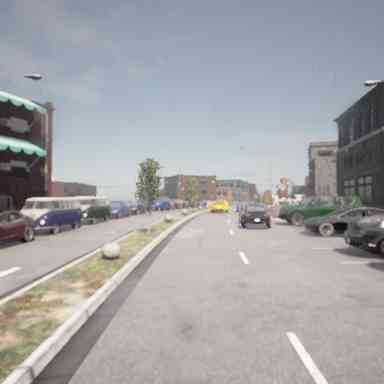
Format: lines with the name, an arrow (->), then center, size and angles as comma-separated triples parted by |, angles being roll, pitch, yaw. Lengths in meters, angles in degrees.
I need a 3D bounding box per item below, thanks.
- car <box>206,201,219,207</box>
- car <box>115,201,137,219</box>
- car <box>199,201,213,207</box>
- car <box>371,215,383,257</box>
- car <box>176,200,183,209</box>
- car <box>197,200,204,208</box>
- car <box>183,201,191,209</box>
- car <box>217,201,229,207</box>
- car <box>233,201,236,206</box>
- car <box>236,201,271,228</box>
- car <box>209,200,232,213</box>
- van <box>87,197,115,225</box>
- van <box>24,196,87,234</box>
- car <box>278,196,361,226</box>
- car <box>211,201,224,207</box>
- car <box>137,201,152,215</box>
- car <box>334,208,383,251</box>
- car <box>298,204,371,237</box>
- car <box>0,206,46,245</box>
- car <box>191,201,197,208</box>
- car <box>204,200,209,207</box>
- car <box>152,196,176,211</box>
car -> 5.196, 3.042, 84.395 | 2.002, 1.452, 4.674 | -1, -2, 19
car -> -6.920, 1.631, 30.282 | 2.002, 1.452, 4.674 | 0, -1, 7
car -> 3.470, 2.832, 79.126 | 2.097, 1.535, 5.008 | -1, -2, 18
car -> 8.018, 1.532, 9.225 | 4.792, 1.488, 2.163 | 0, 0, 3
car -> -3.452, 1.863, 52.201 | 2.185, 1.767, 4.553 | 0, -2, 12
car -> 0.330, 2.514, 68.326 | 2.163, 1.488, 4.792 | 0, -2, 16
car -> -2.287, 2.146, 57.710 | 2.231, 1.521, 4.892 | 0, -2, 13
car -> 8.960, 3.367, 94.798 | 2.231, 1.521, 4.892 | -1, -2, 20
car -> 6.658, 1.819, 42.064 | 2.033, 1.411, 5.357 | 0, -1, 9
car -> 4.202, 1.565, 22.688 | 1.812, 1.442, 4.674 | 0, 0, 5
car -> 3.618, 1.751, 41.909 | 1.882, 1.535, 5.008 | 0, -2, 9
van -> -7.554, 1.320, 24.648 | 1.878, 1.987, 4.442 | 0, -1, 6
van -> -8.032, 1.298, 19.130 | 1.878, 1.987, 4.442 | 0, 0, 5
car -> 8.860, 1.262, 22.985 | 5.566, 2.045, 2.435 | 0, 0, 6
car -> 7.034, 3.177, 89.629 | 2.231, 1.521, 4.892 | -1, -2, 20
car -> -6.220, 1.697, 35.779 | 2.002, 1.452, 4.674 | 0, -1, 8
car -> 8.102, 1.504, 11.956 | 4.892, 1.521, 2.231 | 0, 0, 3
car -> 8.411, 1.530, 17.537 | 4.792, 1.488, 2.163 | 0, 0, 5
car -> -8.406, 1.546, 13.682 | 2.163, 1.488, 4.792 | 0, 0, 4
car -> -1.047, 2.352, 62.984 | 2.002, 1.452, 4.674 | 0, -2, 14
car -> 1.865, 2.536, 73.847 | 2.185, 1.767, 4.553 | 0, -2, 17
car -> -4.511, 1.604, 46.697 | 2.435, 2.045, 5.566 | 0, -1, 11
